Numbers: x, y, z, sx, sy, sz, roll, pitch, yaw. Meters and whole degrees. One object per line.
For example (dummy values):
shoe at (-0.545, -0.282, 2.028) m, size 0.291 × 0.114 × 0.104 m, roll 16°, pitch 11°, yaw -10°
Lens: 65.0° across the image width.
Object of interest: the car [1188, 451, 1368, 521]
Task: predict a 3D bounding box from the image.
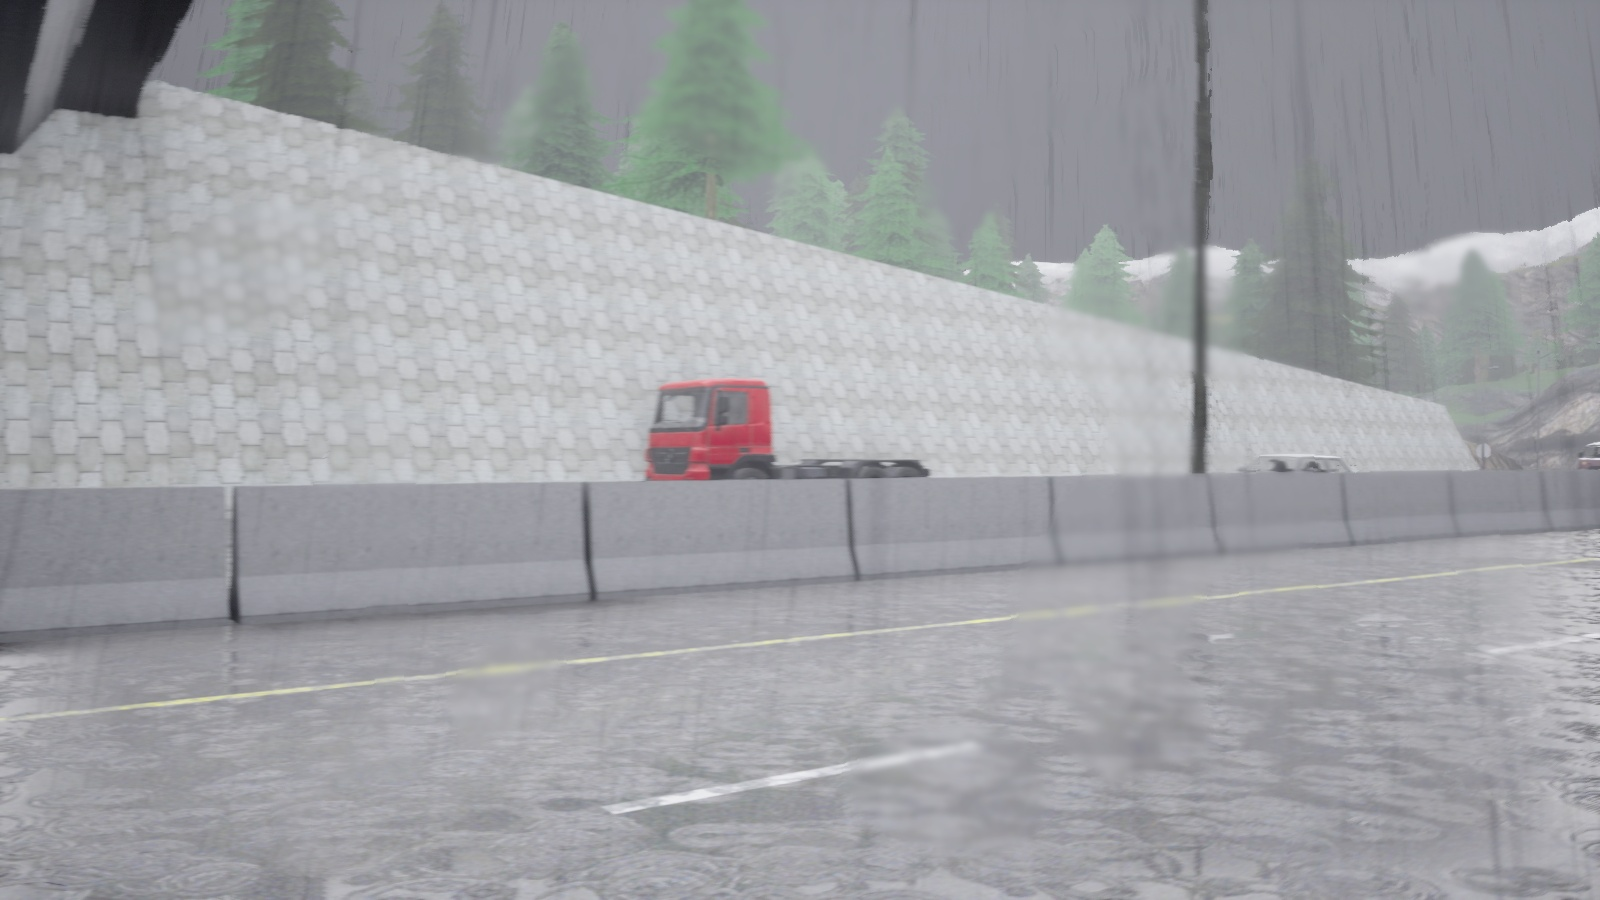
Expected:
car at (10.758, 0.758, 28.203) m, size 3.806 × 1.475 × 1.970 m, roll 0°, pitch 0°, yaw -35°

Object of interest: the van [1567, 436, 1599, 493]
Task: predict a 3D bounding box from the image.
van at (30.296, 0.523, 46.067) m, size 4.480 × 2.038 × 2.069 m, roll 0°, pitch 0°, yaw -35°

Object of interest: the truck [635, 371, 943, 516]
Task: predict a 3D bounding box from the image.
truck at (-0.160, -0.153, 33.401) m, size 7.936 × 3.462 × 2.891 m, roll 0°, pitch 0°, yaw -35°
